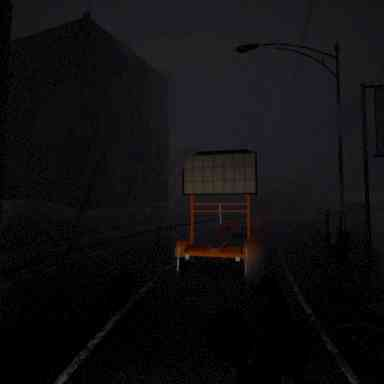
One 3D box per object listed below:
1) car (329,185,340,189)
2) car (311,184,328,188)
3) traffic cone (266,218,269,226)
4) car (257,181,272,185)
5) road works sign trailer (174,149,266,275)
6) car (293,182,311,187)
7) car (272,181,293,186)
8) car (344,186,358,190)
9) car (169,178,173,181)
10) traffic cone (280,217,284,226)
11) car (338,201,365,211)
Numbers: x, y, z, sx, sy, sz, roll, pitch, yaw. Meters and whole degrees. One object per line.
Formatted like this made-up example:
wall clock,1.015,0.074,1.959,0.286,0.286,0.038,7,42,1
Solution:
car,34.240,-0.886,82.026,4.674,1.452,2.002,3,-5,-29
car,29.396,-1.110,79.390,4.792,1.488,2.163,2,-5,-27
traffic cone,5.168,2.063,22.988,0.340,0.580,0.340,-2,-1,16
car,14.330,-1.700,71.983,4.674,1.452,2.002,2,-5,-24
road works sign trailer,0.921,0.487,10.660,2.380,3.560,2.880,-1,0,17
car,24.317,-1.479,76.762,4.553,1.767,2.185,2,-5,-26
car,19.360,-1.551,74.321,5.008,1.535,2.097,2,-5,-25
car,38.941,-0.704,84.720,4.892,1.521,2.231,3,-5,-30
car,-5.946,-2.458,63.455,4.553,1.767,2.185,1,-5,-23
traffic cone,6.119,2.032,22.700,0.340,0.580,0.340,-2,-1,17
car,23.848,2.079,49.673,4.902,1.511,2.128,0,-4,-33
